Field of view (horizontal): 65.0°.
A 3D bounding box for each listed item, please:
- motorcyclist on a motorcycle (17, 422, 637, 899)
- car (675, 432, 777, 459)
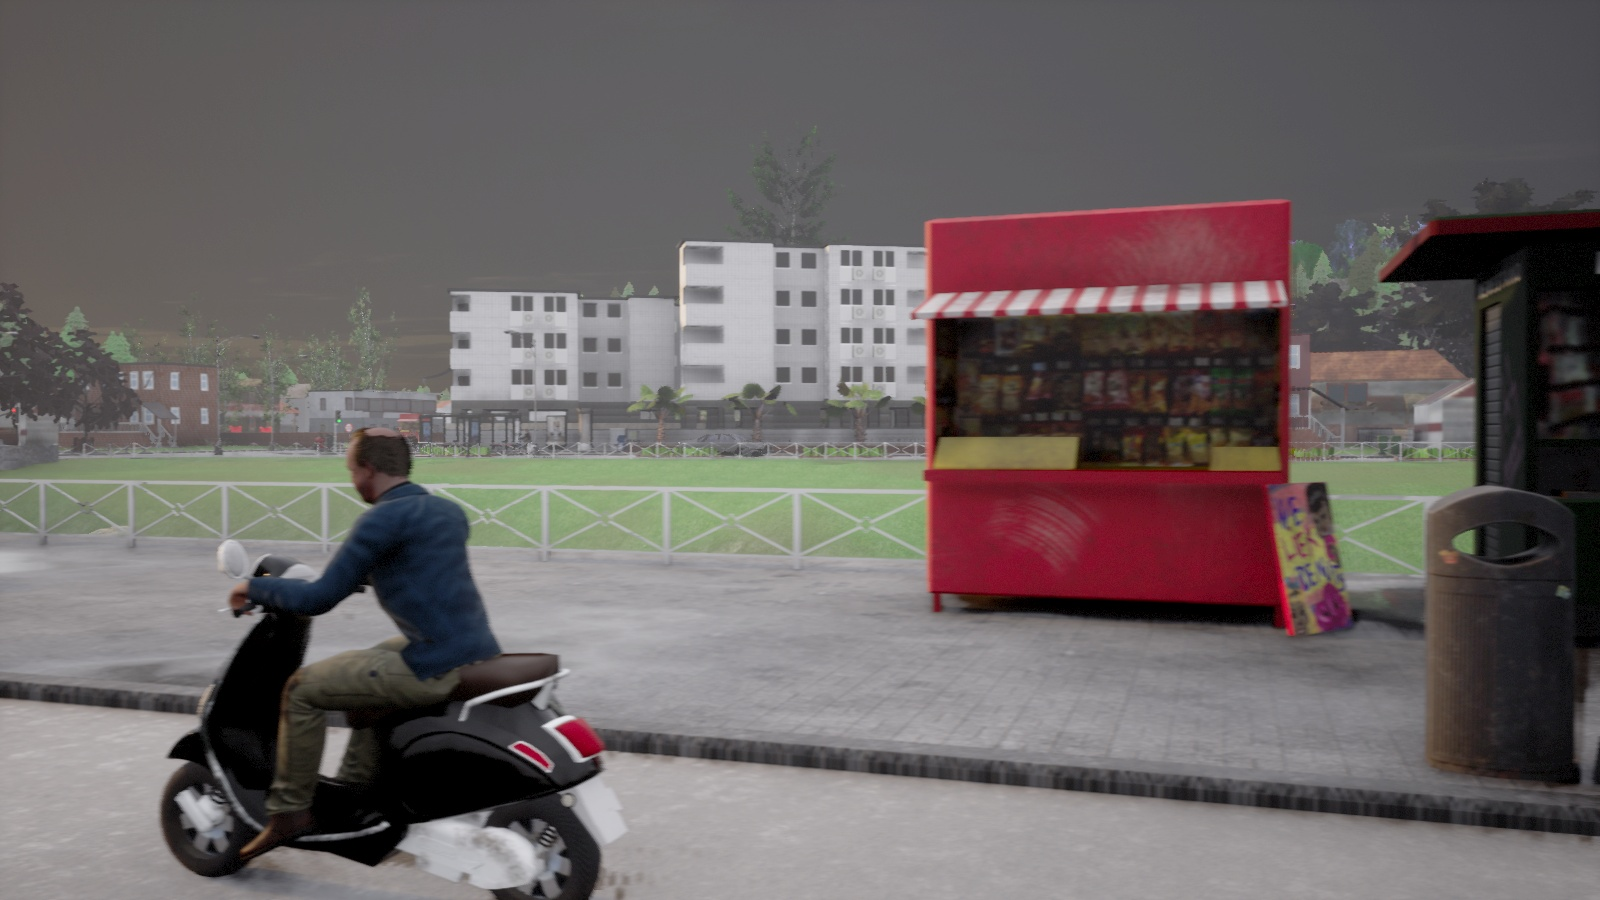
[{"bbox_3d":[-1.569,0.706,4.246,1.817,1.590,0.866,1,1,19],"label":"motorcyclist on a motorcycle"},{"bbox_3d":[-4.128,-0.266,70.212,5.357,1.411,2.033,1,1,19],"label":"car"}]
